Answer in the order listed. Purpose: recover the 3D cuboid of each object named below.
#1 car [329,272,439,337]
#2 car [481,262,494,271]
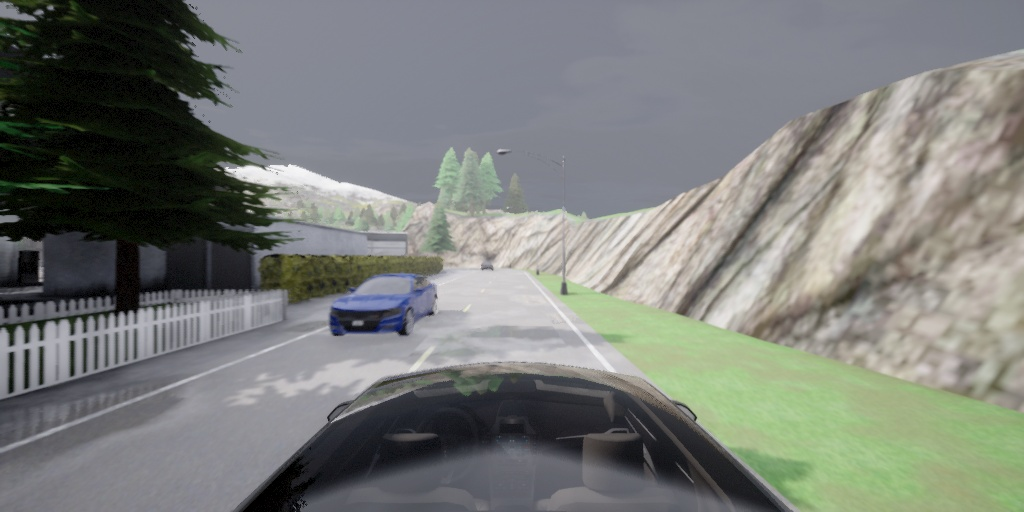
[{"bbox_3d":[-3.500,1.263,10.647,1.882,1.535,5.008,0,0,0],"label":"car"},{"bbox_3d":[-3.677,1.536,53.986,2.033,1.411,5.357,0,0,-5],"label":"car"}]
